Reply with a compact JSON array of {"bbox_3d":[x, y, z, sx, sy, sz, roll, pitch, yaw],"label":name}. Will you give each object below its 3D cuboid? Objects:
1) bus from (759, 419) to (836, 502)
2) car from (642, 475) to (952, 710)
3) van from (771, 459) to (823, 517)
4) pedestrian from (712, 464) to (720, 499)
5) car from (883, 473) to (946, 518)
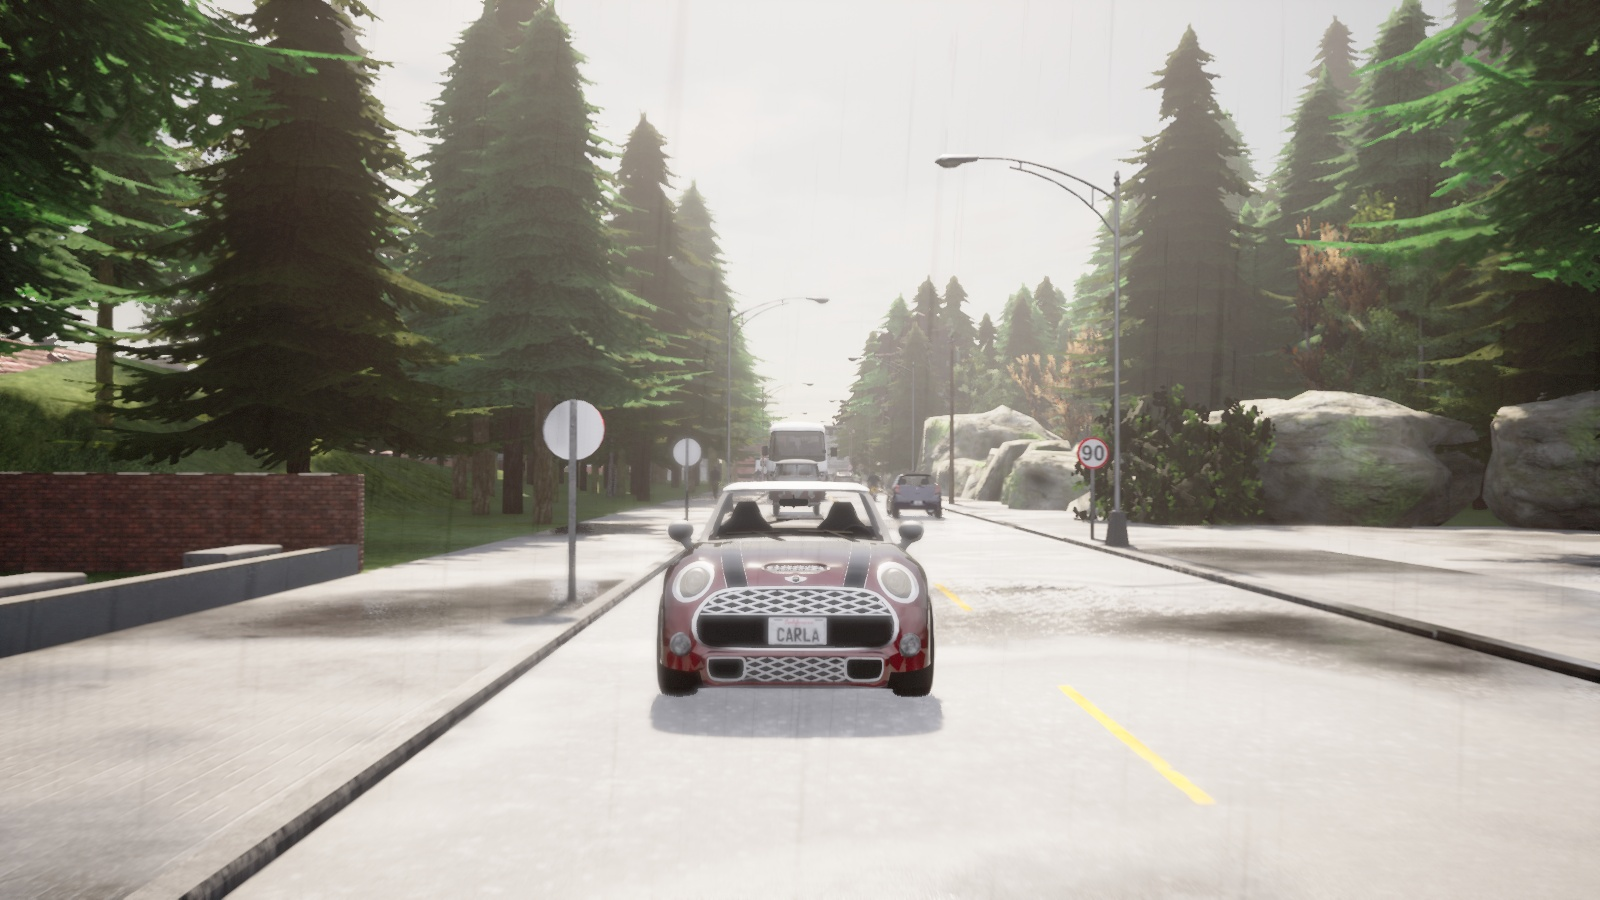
[{"bbox_3d":[-0.135,0.610,70.008,3.944,4.253,10.273,0,-1,0],"label":"bus"},{"bbox_3d":[-0.025,0.946,9.909,1.970,1.475,3.806,0,-1,0],"label":"car"},{"bbox_3d":[-0.103,1.325,45.268,1.775,1.987,4.442,0,-1,0],"label":"van"},{"bbox_3d":[-4.419,1.650,66.187,0.402,1.842,0.726,0,-1,-4],"label":"pedestrian"},{"bbox_3d":[3.899,1.539,43.398,1.845,1.501,3.633,0,-1,0],"label":"car"}]
